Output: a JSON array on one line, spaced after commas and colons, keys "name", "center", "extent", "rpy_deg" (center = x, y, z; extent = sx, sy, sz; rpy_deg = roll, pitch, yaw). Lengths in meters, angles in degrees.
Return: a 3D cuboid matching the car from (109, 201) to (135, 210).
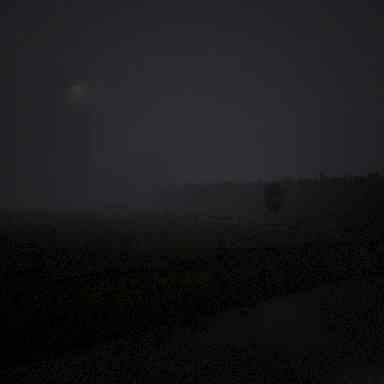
[{"name": "car", "center": [-8.724, 1.954, 41.042], "extent": [1.837, 1.490, 4.892], "rpy_deg": [1, -1, -35]}]
